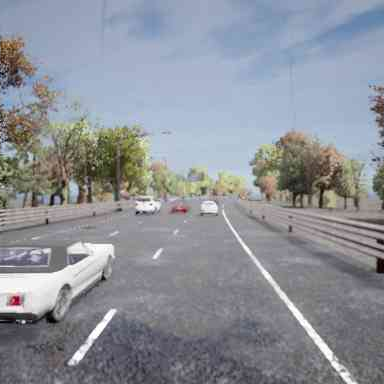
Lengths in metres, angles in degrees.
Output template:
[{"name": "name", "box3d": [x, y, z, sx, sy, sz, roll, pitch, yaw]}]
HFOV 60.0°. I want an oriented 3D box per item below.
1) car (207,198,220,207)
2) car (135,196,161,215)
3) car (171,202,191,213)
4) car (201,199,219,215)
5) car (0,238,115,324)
[{"name": "car", "box3d": [4.050, 1.941, 61.116, 2.128, 1.511, 4.902, 0, -1, 6]}, {"name": "car", "box3d": [-5.048, 1.534, 38.790, 2.150, 2.045, 5.566, 0, 0, 5]}, {"name": "car", "box3d": [-1.330, 1.878, 41.175, 1.994, 1.385, 4.181, 0, 0, 5]}, {"name": "car", "box3d": [1.917, 1.793, 36.842, 1.812, 1.442, 4.674, 0, -1, 4]}, {"name": "car", "box3d": [-3.137, 1.665, 7.237, 1.895, 1.301, 4.718, 0, 0, 2]}]
